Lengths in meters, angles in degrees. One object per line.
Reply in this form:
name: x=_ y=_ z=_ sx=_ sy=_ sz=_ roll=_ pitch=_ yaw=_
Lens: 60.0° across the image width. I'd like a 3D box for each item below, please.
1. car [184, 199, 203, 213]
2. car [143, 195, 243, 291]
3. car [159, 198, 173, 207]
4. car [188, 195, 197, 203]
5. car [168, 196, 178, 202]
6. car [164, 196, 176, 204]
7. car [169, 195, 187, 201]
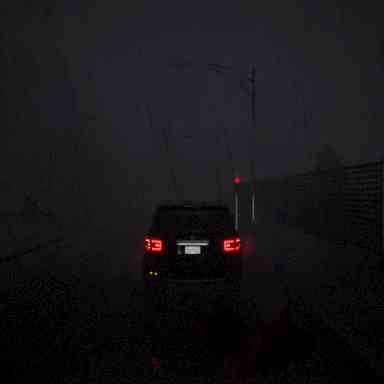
car: x=0.228 y=1.547 z=38.848 sx=2.033 sy=1.411 sz=5.357 roll=0 pitch=0 yaw=2
car: x=0.034 y=1.221 z=9.132 sx=2.150 sy=2.045 sz=5.566 roll=0 pitch=0 yaw=0
car: x=-4.147 y=1.601 z=53.565 sx=1.895 sy=1.301 sz=4.718 roll=0 pitch=0 yaw=0
car: x=0.030 y=1.477 z=69.725 sx=1.882 sy=1.535 sz=5.008 roll=0 pitch=0 yaw=0
car: x=-4.074 y=1.552 z=73.313 sx=1.994 sy=1.385 sz=4.181 roll=0 pitch=0 yaw=0
car: x=-4.117 y=1.547 z=63.327 sx=2.033 sy=1.411 sz=5.357 roll=0 pitch=0 yaw=0
car: x=-3.784 y=1.524 z=87.204 sx=4.674 sy=1.442 sz=1.812 roll=0 pitch=0 yaw=40
